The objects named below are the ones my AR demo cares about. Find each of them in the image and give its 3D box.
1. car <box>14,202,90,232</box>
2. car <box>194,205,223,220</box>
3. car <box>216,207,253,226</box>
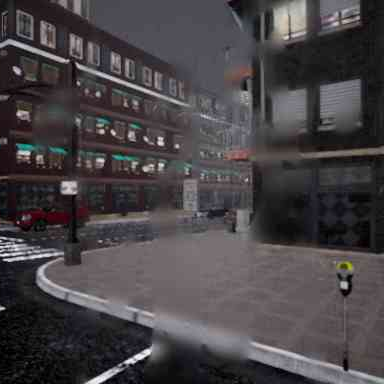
[{"bbox_3d":[-9.383,1.627,22.807,2.192,1.841,5.009,-2,-2,35],"label":"car"},{"bbox_3d":[2.064,2.087,34.618,2.128,1.511,4.902,0,-1,35],"label":"car"},{"bbox_3d":[4.008,2.062,27.382,1.802,1.307,4.206,-2,-2,35],"label":"car"}]
